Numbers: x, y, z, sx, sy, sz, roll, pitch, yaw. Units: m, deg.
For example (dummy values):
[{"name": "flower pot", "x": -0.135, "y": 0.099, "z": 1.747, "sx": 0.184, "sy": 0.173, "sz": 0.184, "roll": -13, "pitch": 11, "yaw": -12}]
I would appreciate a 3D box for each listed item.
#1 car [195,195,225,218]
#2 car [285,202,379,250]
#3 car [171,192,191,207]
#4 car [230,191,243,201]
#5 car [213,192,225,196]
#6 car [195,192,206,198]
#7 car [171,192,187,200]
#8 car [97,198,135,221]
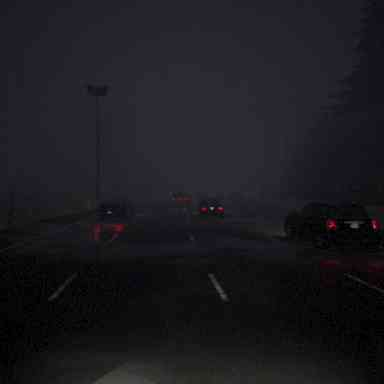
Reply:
[{"name": "car", "x": 1.484, "y": 1.224, "z": 26.398, "sx": 2.033, "sy": 1.411, "sz": 5.357, "roll": 0, "pitch": 1, "yaw": 1}, {"name": "car", "x": 5.490, "y": 1.182, "z": 13.677, "sx": 2.097, "sy": 1.767, "sz": 4.553, "roll": 0, "pitch": 1, "yaw": -4}, {"name": "car", "x": -1.341, "y": 0.848, "z": 41.515, "sx": 2.097, "sy": 1.767, "sz": 4.553, "roll": 0, "pitch": 1, "yaw": 5}, {"name": "car", "x": 7.629, "y": 0.657, "z": 57.000, "sx": 2.097, "sy": 1.767, "sz": 4.553, "roll": 0, "pitch": 1, "yaw": 10}, {"name": "car", "x": 5.009, "y": 0.743, "z": 62.252, "sx": 1.837, "sy": 1.490, "sz": 4.892, "roll": 0, "pitch": 0, "yaw": 12}, {"name": "car", "x": 1.800, "y": 0.745, "z": 64.068, "sx": 1.812, "sy": 1.442, "sz": 4.674, "roll": 0, "pitch": 0, "yaw": 12}, {"name": "car", "x": -2.294, "y": 0.756, "z": 61.298, "sx": 1.837, "sy": 1.490, "sz": 4.892, "roll": -1, "pitch": 0, "yaw": 11}, {"name": "car", "x": -5.453, "y": 1.182, "z": 24.341, "sx": 1.882, "sy": 1.535, "sz": 5.008, "roll": 0, "pitch": 0, "yaw": 0}]
